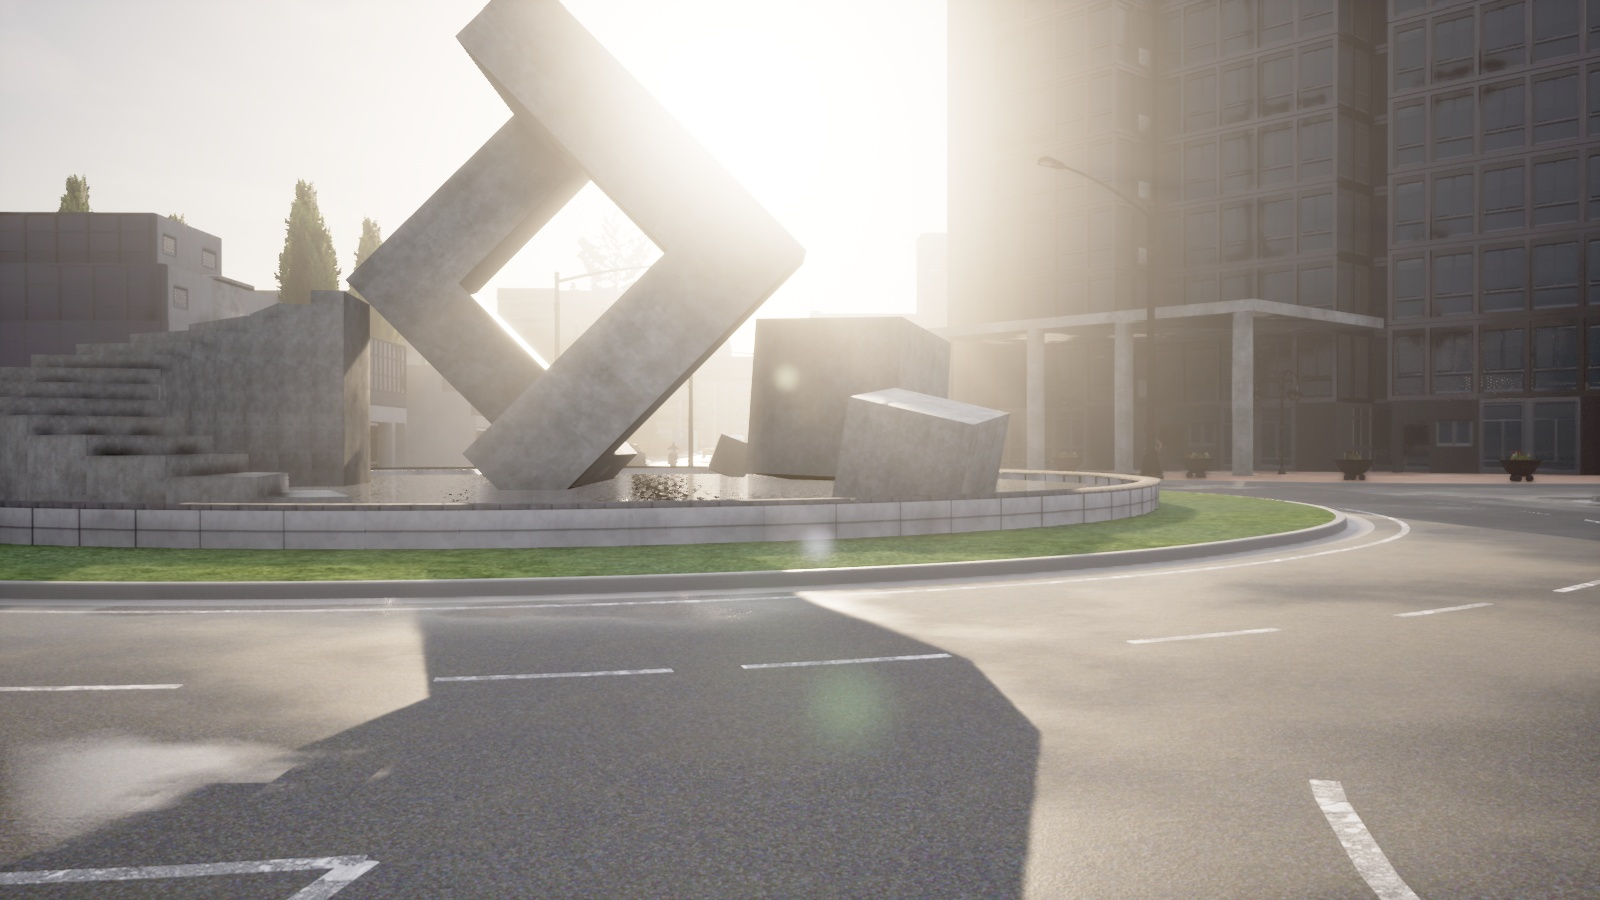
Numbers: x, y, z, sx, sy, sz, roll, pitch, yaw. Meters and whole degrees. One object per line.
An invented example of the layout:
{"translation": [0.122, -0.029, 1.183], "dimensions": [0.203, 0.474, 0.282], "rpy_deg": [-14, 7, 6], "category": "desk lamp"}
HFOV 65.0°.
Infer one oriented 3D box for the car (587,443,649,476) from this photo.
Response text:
{"translation": [-8.711, 0.428, 60.366], "dimensions": [1.845, 1.501, 3.633], "rpy_deg": [0, 0, 12], "category": "car"}
